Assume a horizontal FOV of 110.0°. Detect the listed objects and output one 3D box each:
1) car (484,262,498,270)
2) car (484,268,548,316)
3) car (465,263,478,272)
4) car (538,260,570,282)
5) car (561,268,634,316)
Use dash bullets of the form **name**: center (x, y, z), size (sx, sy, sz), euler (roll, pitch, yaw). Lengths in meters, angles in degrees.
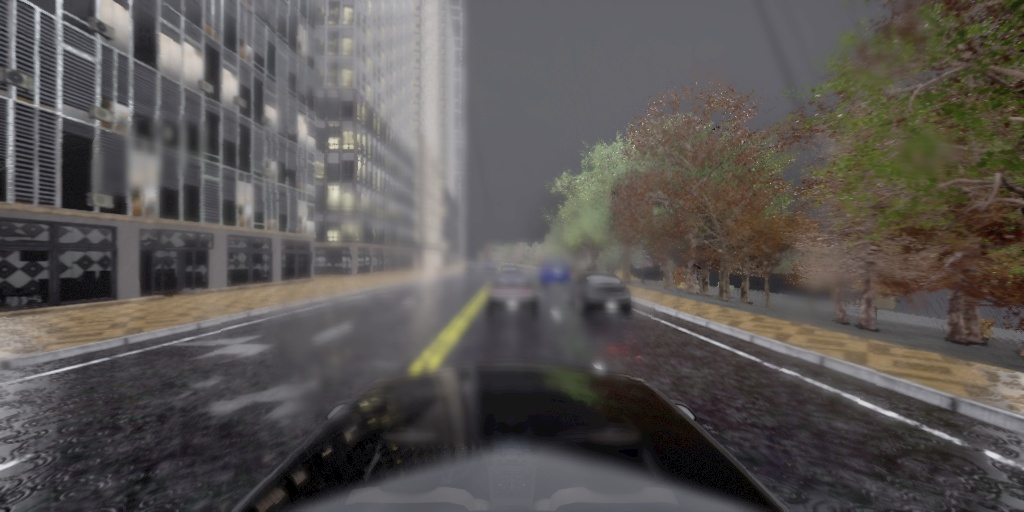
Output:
- **car**: center (-3.437, 1.788, 58.747), size (2.097, 1.767, 4.553), euler (0, -1, 0)
- **car**: center (0.042, 1.397, 14.103), size (2.128, 1.511, 4.902), euler (0, -1, 1)
- **car**: center (-6.690, 1.952, 59.817), size (1.837, 1.490, 4.892), euler (0, 0, 0)
- **car**: center (3.279, 1.299, 28.013), size (2.150, 2.045, 5.566), euler (0, 0, 1)
- **car**: center (3.292, 1.412, 14.136), size (1.837, 1.490, 4.892), euler (0, 0, 1)
